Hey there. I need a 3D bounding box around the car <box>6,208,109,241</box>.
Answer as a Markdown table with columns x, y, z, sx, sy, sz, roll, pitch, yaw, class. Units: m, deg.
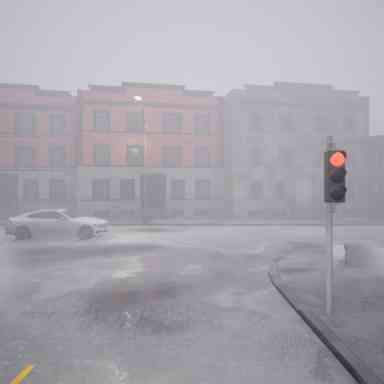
| x | y | z | sx | sy | sz | roll | pitch | yaw | class |
| --- | --- | --- | --- | --- | --- | --- | --- | --- | --- |
| -6.424 | 1.524 | 16.053 | 4.674 | 1.442 | 1.812 | 0 | 0 | 0 | car |
